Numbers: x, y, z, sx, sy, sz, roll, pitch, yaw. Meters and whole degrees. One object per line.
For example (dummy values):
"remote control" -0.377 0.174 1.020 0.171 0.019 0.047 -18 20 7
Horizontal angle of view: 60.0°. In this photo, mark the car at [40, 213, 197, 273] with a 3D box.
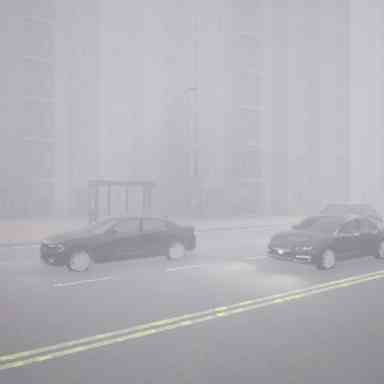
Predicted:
"car" -2.213 1.478 10.828 5.008 1.535 1.882 0 0 -32

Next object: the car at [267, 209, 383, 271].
"car" 4.642 1.507 10.952 4.892 1.490 1.837 1 0 -32

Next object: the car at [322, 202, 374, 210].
"car" 7.580 1.351 16.881 4.553 1.767 2.097 0 0 -32
